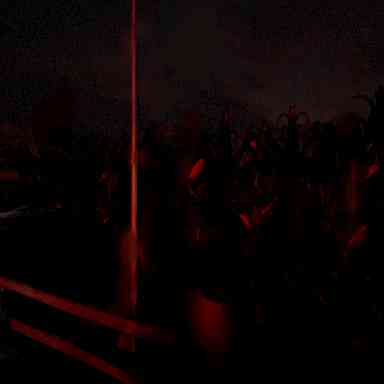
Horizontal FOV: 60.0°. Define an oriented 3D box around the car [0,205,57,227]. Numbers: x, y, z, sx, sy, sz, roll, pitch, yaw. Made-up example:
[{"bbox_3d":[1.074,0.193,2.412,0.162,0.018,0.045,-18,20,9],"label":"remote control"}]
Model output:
[{"bbox_3d":[-12.218,1.682,24.360,1.812,1.442,4.674,0,0,35],"label":"car"}]
